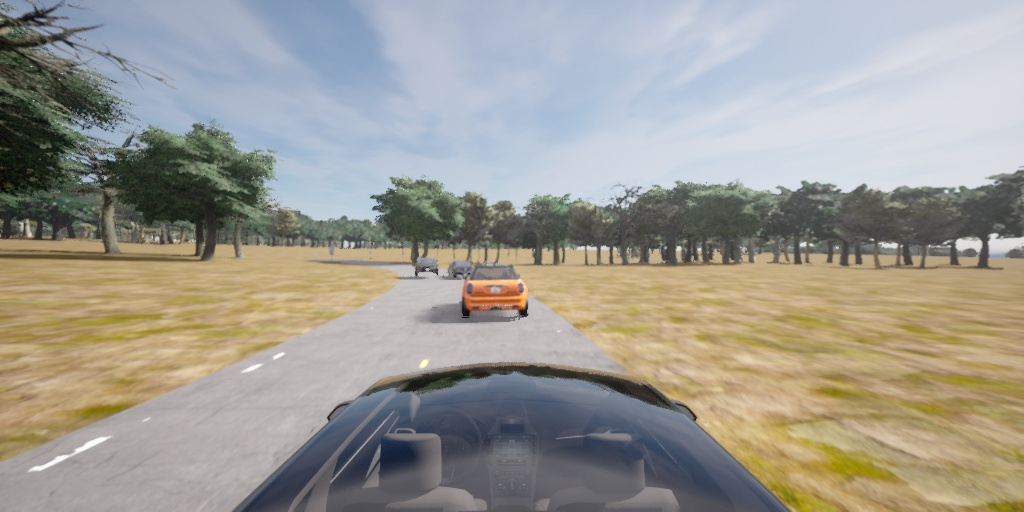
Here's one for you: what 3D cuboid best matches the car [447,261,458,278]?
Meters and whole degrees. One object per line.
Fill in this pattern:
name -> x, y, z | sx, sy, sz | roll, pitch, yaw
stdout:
car -> -4.525, 1.126, 31.631 | 2.033, 1.411, 5.357 | 0, 0, -17

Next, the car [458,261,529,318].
car -> -0.710, 1.027, 12.952 | 2.097, 1.767, 4.553 | 0, 0, -6

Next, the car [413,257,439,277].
car -> -7.339, 0.792, 30.551 | 1.882, 1.535, 5.008 | 0, 0, -17
